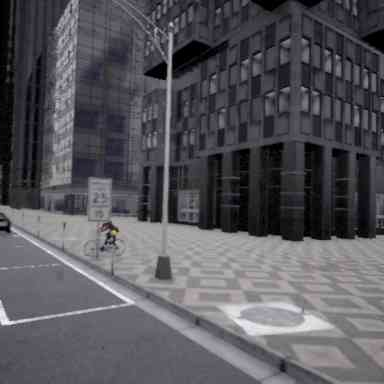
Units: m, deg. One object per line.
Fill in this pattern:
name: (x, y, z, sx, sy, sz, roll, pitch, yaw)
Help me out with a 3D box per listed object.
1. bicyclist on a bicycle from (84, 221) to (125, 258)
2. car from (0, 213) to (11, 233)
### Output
bicyclist on a bicycle: (-3.310, 1.696, 12.763, 1.656, 1.620, 0.582, 4, -3, -35)
car: (-13.461, 2.035, 22.606, 1.947, 1.339, 4.313, 3, -3, -35)
